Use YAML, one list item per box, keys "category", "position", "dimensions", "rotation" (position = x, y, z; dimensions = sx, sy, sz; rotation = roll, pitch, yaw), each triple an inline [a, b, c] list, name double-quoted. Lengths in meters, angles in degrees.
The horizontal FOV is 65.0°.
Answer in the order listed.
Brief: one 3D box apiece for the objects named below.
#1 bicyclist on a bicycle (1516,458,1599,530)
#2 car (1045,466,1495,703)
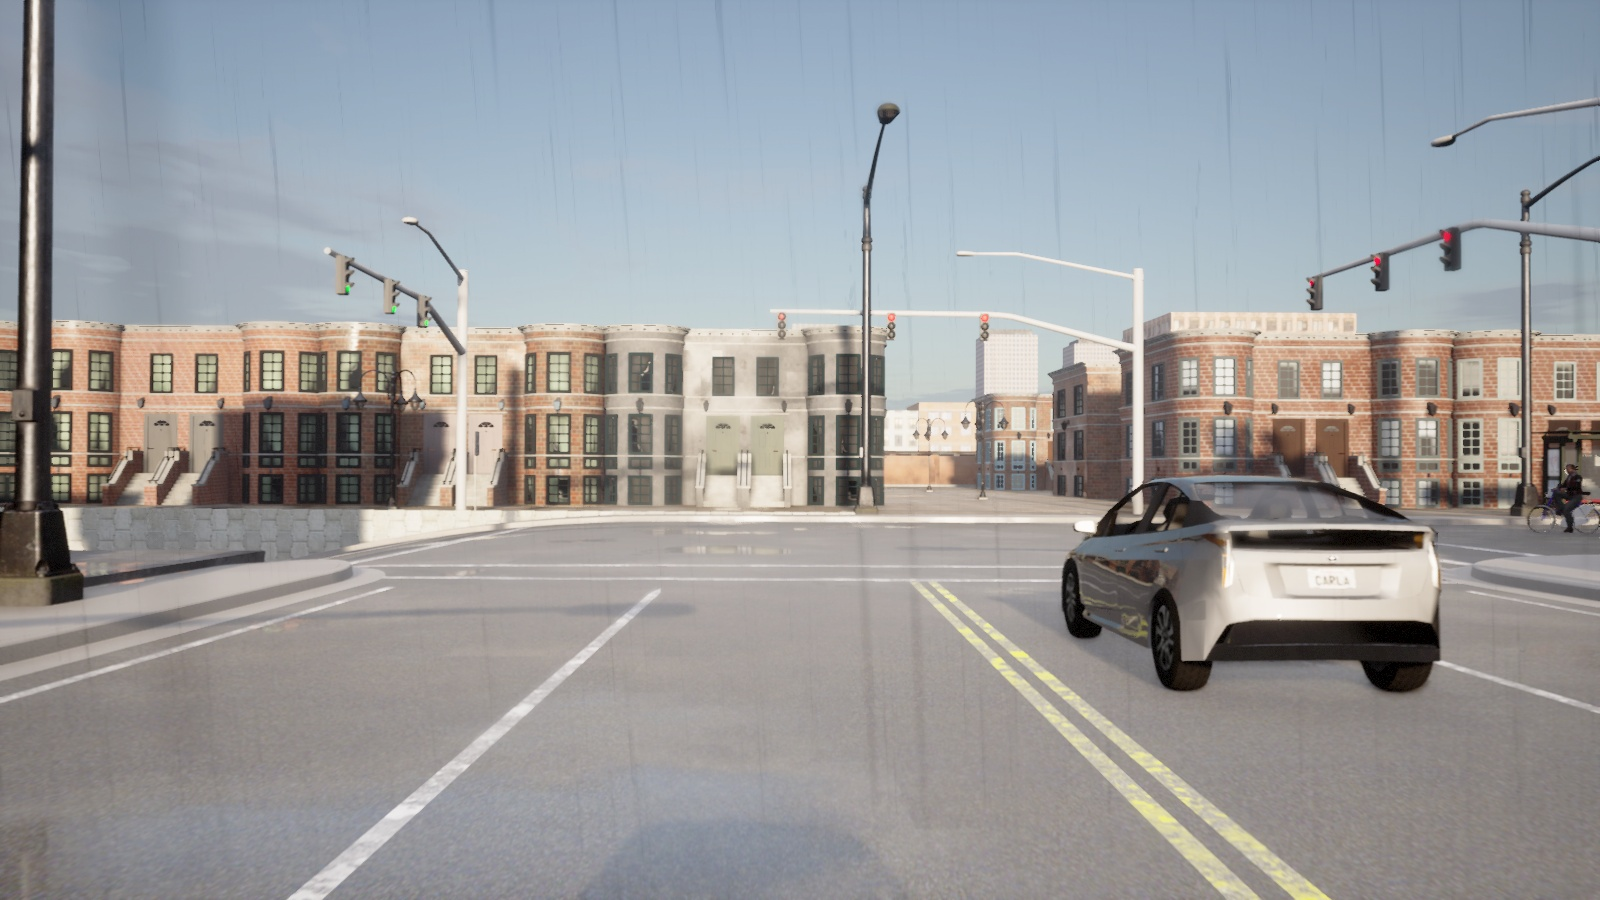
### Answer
- category: "bicyclist on a bicycle"
  position: [18.973, 1.082, 31.299]
  dimensions: [1.843, 1.776, 0.659]
  rotation: [0, -1, 0]
- category: "car"
  position: [3.475, 0.902, 10.377]
  dimensions: [2.007, 1.525, 4.514]
  rotation: [0, -1, 0]
